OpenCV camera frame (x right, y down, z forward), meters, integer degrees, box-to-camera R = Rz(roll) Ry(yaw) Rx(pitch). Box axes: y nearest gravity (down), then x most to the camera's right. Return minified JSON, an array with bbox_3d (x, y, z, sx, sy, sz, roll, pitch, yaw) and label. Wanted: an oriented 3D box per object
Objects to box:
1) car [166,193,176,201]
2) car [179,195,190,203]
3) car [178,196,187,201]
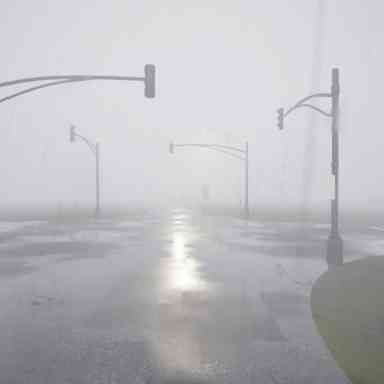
[{"bbox_3d":[-4.633,1.013,73.958,2.097,1.767,4.553,0,0,-3],"label":"car"},{"bbox_3d":[-1.645,1.384,69.865,2.097,1.767,4.553,0,0,-3],"label":"car"},{"bbox_3d":[-2.251,1.559,79.939,1.895,1.301,4.718,0,0,-4],"label":"car"}]
